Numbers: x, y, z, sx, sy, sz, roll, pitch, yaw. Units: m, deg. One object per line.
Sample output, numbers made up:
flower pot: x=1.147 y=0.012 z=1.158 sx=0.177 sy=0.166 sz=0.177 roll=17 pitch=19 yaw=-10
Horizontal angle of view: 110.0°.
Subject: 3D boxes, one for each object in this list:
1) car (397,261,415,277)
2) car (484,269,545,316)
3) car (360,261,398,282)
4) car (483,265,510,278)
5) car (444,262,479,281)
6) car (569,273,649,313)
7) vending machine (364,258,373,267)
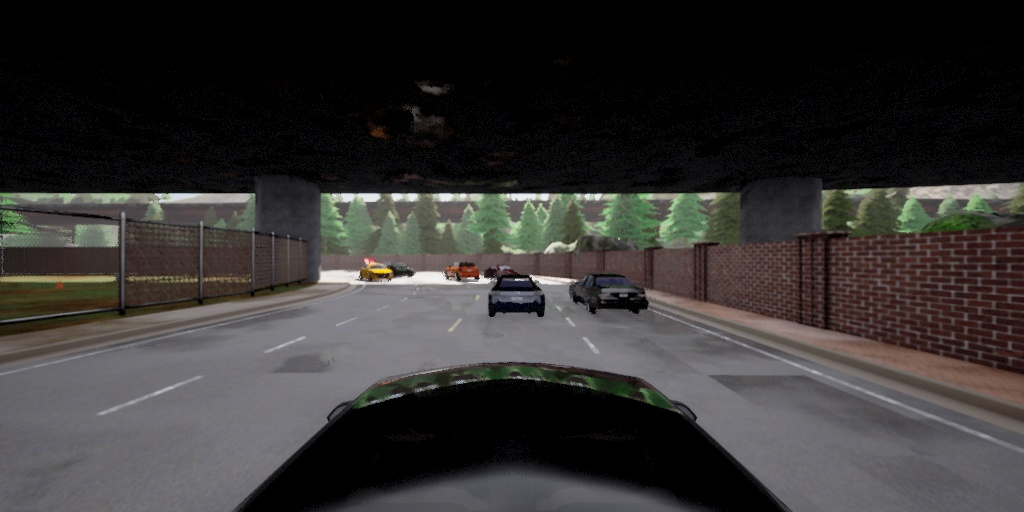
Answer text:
car: x=-11.920 y=1.314 z=37.099 sx=2.097 sy=1.767 sz=4.553 roll=0 pitch=0 yaw=-43
car: x=0.106 y=1.388 z=13.780 sx=1.994 sy=1.385 sz=4.181 roll=0 pitch=0 yaw=-2
car: x=-11.991 y=1.406 z=31.634 sx=1.882 sy=1.535 sz=5.008 roll=1 pitch=-1 yaw=-35
car: x=-1.249 y=1.510 z=34.031 sx=1.994 sy=1.385 sz=4.181 roll=0 pitch=0 yaw=-27
car: x=-4.737 y=1.292 z=33.229 sx=2.097 sy=1.767 sz=4.553 roll=0 pitch=0 yaw=-28
car: x=3.629 y=1.375 z=14.347 sx=2.033 sy=1.411 sz=5.357 roll=0 pitch=0 yaw=-1
vending machine: x=-22.797 y=1.276 z=57.099 sx=0.880 sy=2.100 sz=1.100 roll=0 pitch=0 yaw=17
